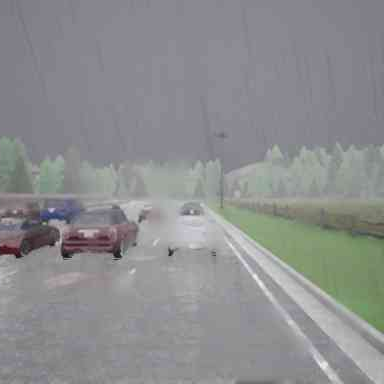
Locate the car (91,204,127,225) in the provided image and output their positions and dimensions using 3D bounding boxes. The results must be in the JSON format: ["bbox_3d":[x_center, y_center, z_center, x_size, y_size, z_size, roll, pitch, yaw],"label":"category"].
[{"bbox_3d":[-6.982,1.815,28.485,1.837,1.490,4.892,0,0,0],"label":"car"}]

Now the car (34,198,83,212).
[{"bbox_3d":[-10.492,1.523,27.542,2.150,2.045,5.566,0,0,0],"label":"car"}]

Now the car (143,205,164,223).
[{"bbox_3d":[-3.477,1.837,28.868,1.812,1.442,4.674,0,0,1],"label":"car"}]

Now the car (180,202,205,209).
[{"bbox_3d":[0.018,1.658,28.394,2.097,1.767,4.553,0,-1,0],"label":"car"}]

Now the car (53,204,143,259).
[{"bbox_3d":[-3.482,1.497,13.395,2.097,1.767,4.553,0,-1,0],"label":"car"}]

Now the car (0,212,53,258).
[{"bbox_3d":[-6.980,1.711,13.435,1.994,1.385,4.181,0,-1,0],"label":"car"}]

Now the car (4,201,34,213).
[{"bbox_3d":[-13.982,1.658,28.393,2.097,1.767,4.553,0,-1,0],"label":"car"}]

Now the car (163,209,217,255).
[{"bbox_3d":[0.023,1.676,13.869,1.812,1.442,4.674,0,0,1],"label":"car"}]
